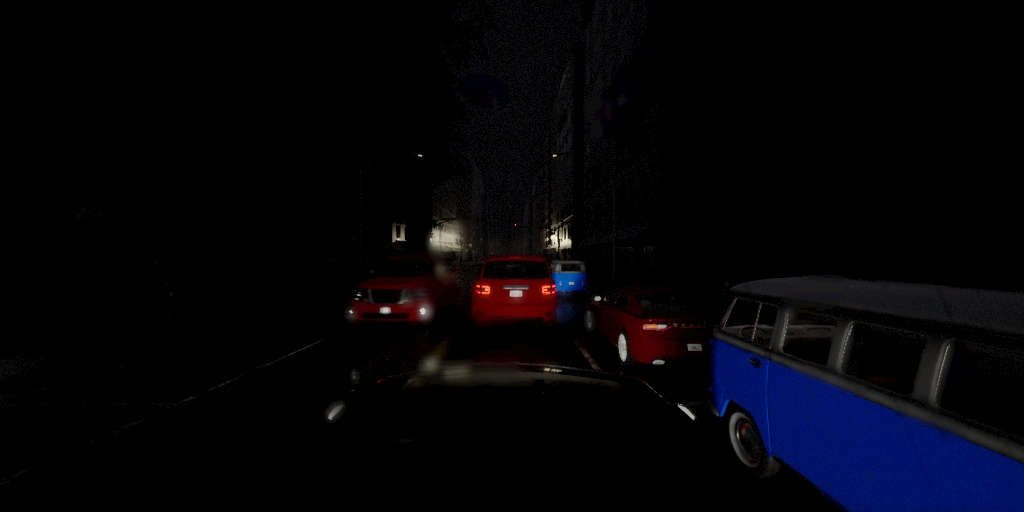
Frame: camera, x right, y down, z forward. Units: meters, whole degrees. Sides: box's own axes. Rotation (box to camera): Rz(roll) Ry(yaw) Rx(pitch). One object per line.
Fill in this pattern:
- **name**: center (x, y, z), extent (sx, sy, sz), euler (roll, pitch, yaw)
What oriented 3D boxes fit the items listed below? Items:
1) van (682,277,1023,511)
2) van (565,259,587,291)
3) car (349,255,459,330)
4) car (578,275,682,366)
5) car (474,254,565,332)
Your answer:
- **van**: center (2.856, 1.091, 2.179), extent (1.690, 1.789, 3.998), euler (0, 0, 0)
- **van**: center (2.876, 1.086, 19.161), extent (1.690, 1.789, 3.998), euler (0, 0, 0)
- **car**: center (-3.087, 0.969, 11.522), extent (2.150, 2.045, 5.566), euler (0, 0, 0)
- **car**: center (2.863, 1.294, 7.840), extent (1.888, 1.381, 4.507), euler (0, 0, 0)
- **car**: center (0.111, 0.970, 11.061), extent (2.150, 2.045, 5.566), euler (0, 0, 0)
